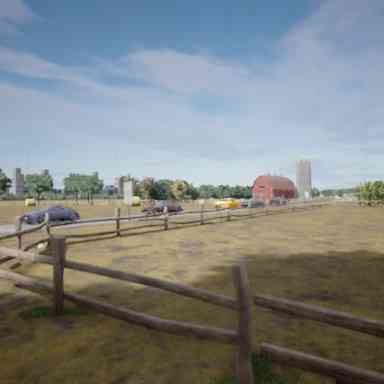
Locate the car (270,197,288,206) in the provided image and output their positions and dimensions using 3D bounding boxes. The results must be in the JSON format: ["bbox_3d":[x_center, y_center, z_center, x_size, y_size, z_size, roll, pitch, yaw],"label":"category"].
[{"bbox_3d":[14.700,1.669,56.594,1.837,1.490,4.892,-2,-2,35],"label":"car"}]

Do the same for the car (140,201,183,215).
[{"bbox_3d":[-3.221,1.727,36.313,2.033,1.411,5.357,-2,-1,35],"label":"car"}]

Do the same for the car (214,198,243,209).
[{"bbox_3d":[4.970,1.679,47.767,1.882,1.535,5.008,-2,-2,36],"label":"car"}]

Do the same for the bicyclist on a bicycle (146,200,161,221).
[{"bbox_3d":[-3.052,1.466,26.231,1.656,1.620,0.582,0,0,35],"label":"bicyclist on a bicycle"}]

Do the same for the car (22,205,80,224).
[{"bbox_3d":[-10.826,1.724,25.609,1.994,1.385,4.181,-2,-1,36],"label":"car"}]

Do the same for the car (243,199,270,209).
[{"bbox_3d":[8.994,1.663,48.480,2.033,1.411,5.357,-2,-2,36],"label":"car"}]
